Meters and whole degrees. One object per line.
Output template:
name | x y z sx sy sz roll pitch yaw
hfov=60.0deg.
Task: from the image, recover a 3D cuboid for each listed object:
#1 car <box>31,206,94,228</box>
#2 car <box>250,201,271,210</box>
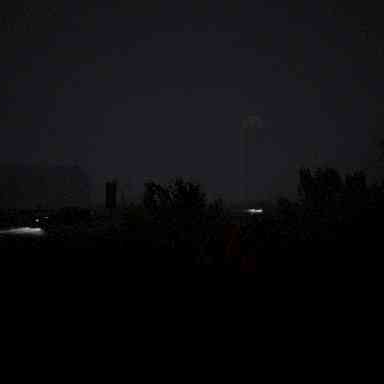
car | -9.057 1.699 23.499 1.994 1.385 4.181 0 0 33
car | 10.586 2.019 51.178 1.994 1.385 4.181 0 -1 37
